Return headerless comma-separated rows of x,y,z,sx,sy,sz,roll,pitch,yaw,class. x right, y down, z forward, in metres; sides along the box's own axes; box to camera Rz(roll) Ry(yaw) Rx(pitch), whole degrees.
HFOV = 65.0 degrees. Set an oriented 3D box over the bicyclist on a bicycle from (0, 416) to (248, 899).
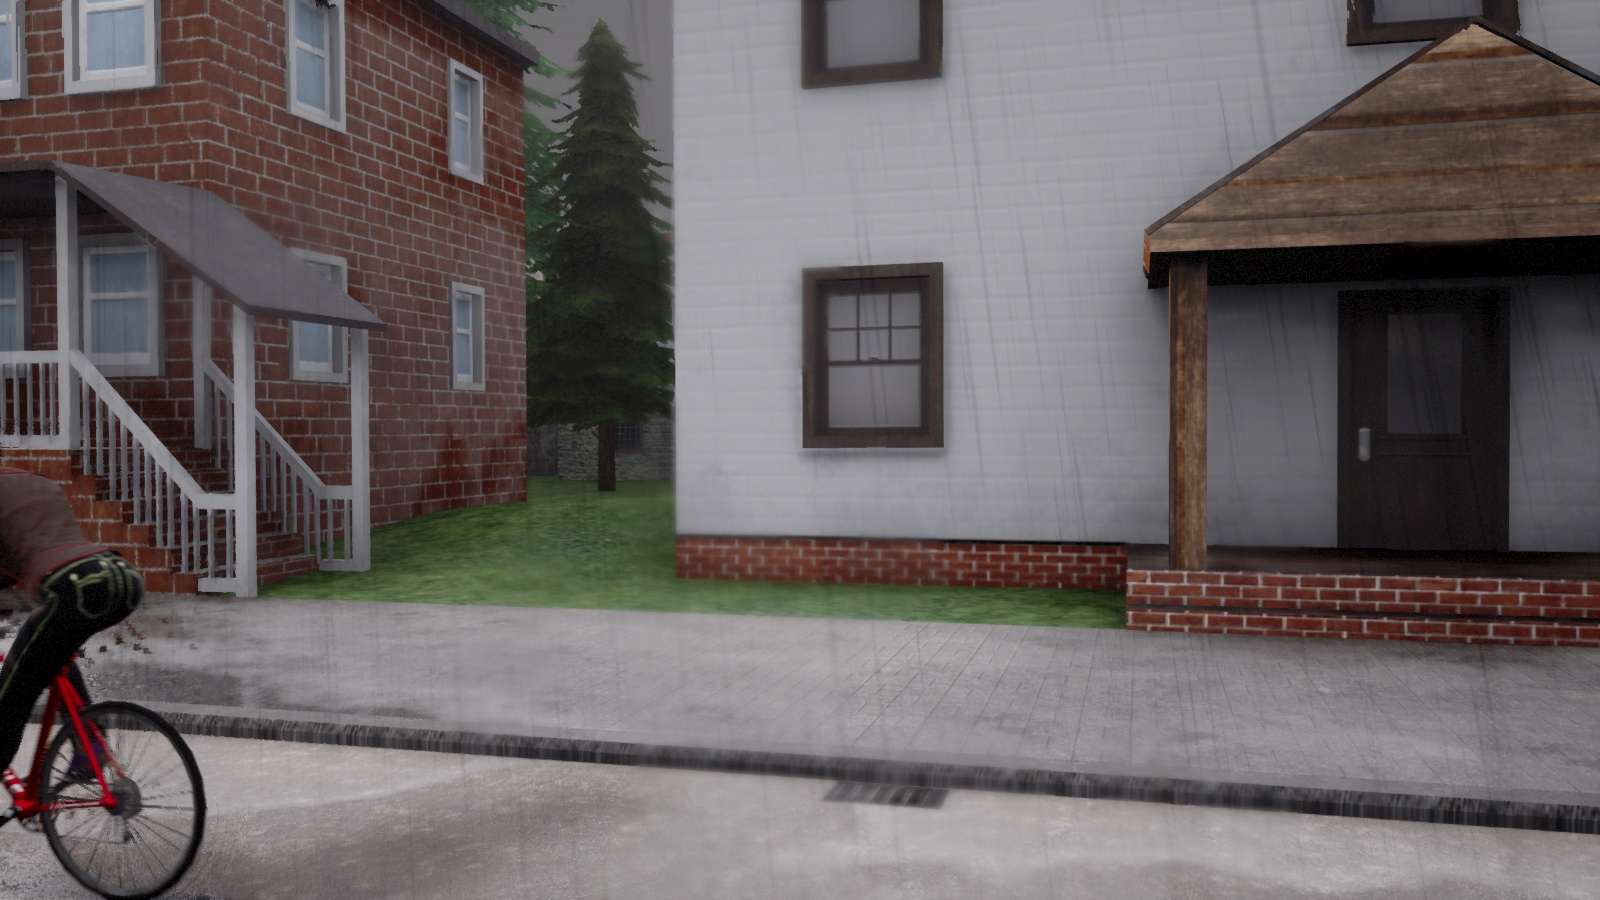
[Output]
-2.820,0.699,4.343,1.656,1.620,0.582,0,1,15,bicyclist on a bicycle
